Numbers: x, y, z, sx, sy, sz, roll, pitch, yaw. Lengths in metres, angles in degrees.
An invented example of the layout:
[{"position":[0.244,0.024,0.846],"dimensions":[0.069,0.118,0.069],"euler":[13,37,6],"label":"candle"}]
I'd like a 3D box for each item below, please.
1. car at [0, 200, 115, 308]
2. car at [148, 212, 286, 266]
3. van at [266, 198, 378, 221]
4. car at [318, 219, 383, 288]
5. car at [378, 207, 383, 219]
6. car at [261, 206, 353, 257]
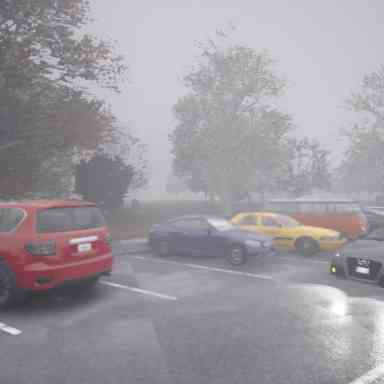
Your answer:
[{"position":[-4.339,1.234,8.140],"dimensions":[5.566,2.045,2.435],"euler":[-1,-1,34],"label":"car"},{"position":[0.551,1.528,11.541],"dimensions":[4.674,1.452,2.002],"euler":[-1,-1,35],"label":"car"},{"position":[5.536,1.267,14.853],"dimensions":[4.442,1.987,1.878],"euler":[-1,-1,35],"label":"van"},{"position":[5.452,1.566,8.564],"dimensions":[4.181,1.385,1.994],"euler":[0,0,-35],"label":"car"},{"position":[7.896,1.538,16.586],"dimensions":[4.674,1.452,2.002],"euler":[-1,-1,36],"label":"car"},{"position":[3.146,1.485,13.126],"dimensions":[5.366,1.575,1.946],"euler":[-1,-1,35],"label":"car"}]
